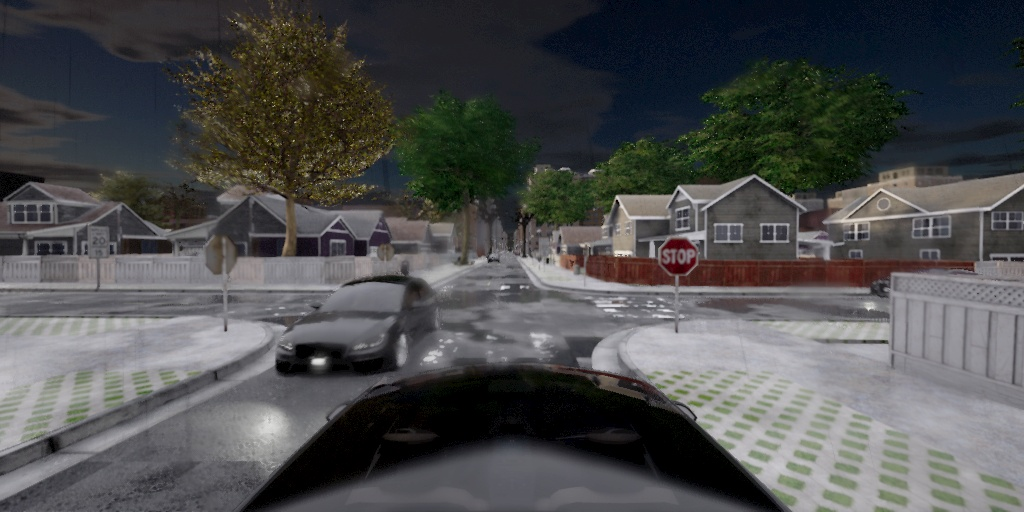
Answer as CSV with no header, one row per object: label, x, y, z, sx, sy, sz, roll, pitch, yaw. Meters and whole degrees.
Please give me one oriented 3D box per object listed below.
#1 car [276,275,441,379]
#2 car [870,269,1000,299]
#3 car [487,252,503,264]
car,-2.754,1.210,7.531,1.837,1.490,4.892,0,1,0
car,17.597,1.225,14.854,4.181,1.385,1.994,0,1,0
car,-2.833,0.369,56.304,1.882,1.535,5.008,0,1,0
